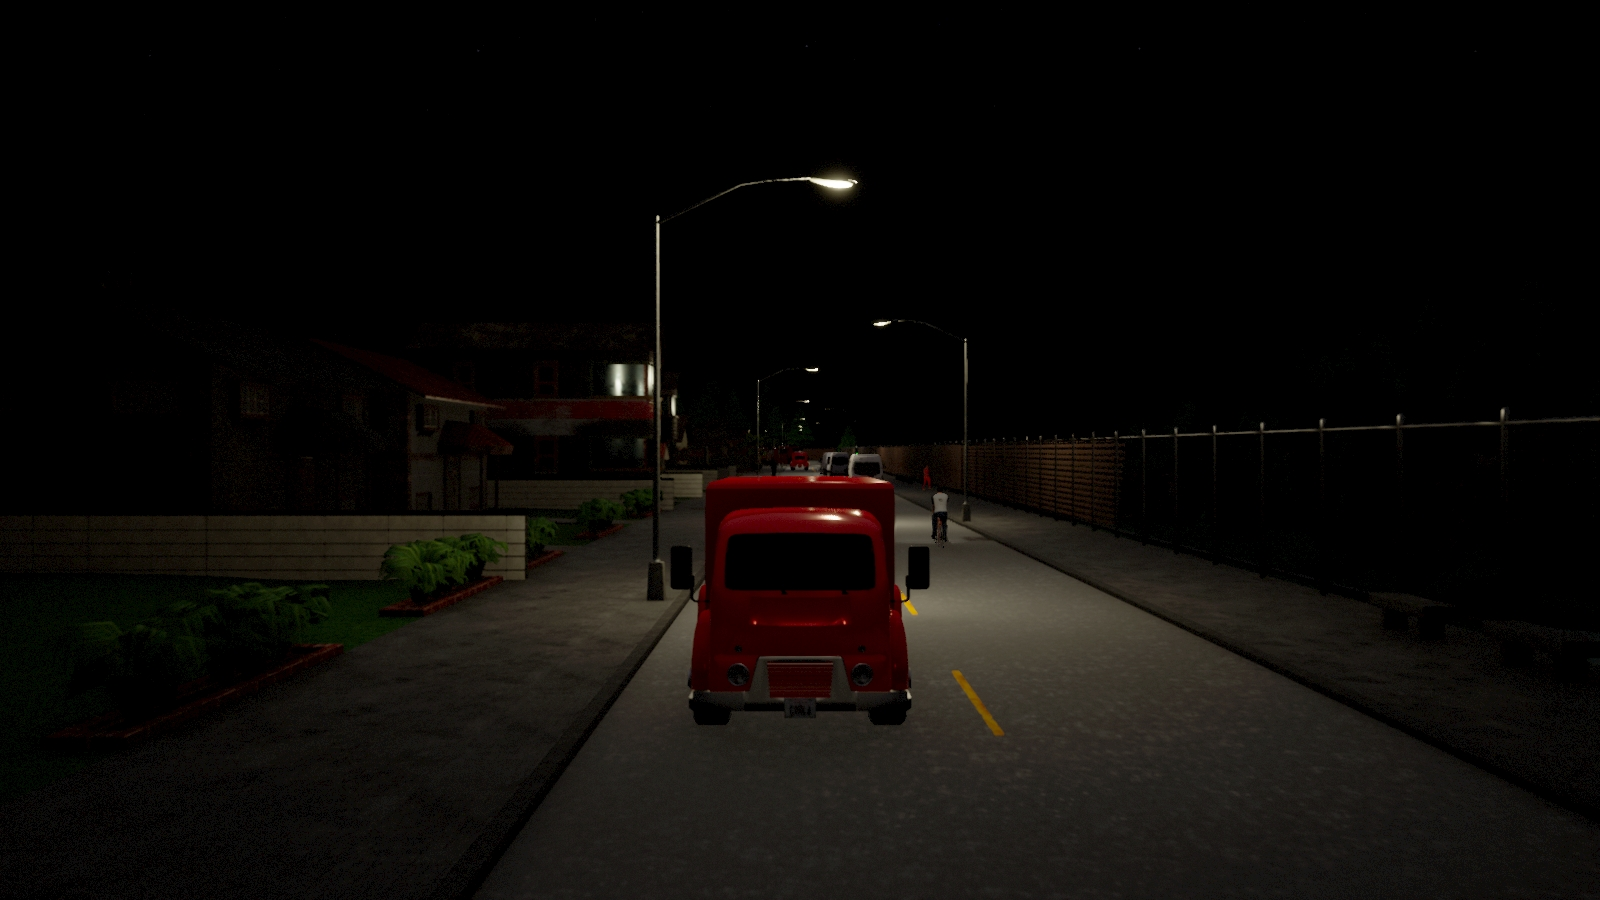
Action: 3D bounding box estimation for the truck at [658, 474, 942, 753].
[{"bbox_3d":[-0.004,1.567,13.188,2.627,2.467,5.204,0,0,0],"label":"truck"}]

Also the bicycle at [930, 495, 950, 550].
[{"bbox_3d":[3.991,2.056,32.703,0.373,1.496,1.643,0,0,0],"label":"bicycle"}]
